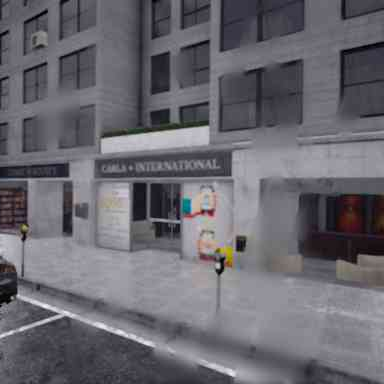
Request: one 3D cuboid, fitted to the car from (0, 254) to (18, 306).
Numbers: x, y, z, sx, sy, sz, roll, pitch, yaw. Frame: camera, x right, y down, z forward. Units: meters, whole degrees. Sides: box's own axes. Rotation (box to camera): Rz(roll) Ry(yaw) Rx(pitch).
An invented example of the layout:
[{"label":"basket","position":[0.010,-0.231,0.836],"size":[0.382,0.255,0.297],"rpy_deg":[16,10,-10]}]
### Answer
[{"label":"car","position":[-5.162,1.537,6.616],"size":[4.403,1.369,2.008],"rpy_deg":[0,1,35]}]
